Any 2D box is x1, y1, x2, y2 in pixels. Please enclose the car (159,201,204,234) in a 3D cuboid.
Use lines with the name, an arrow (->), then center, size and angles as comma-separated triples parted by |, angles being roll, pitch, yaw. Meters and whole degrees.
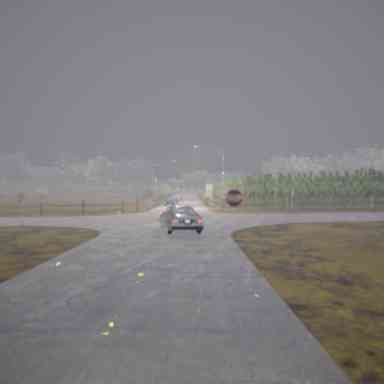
car -> -0.733, 1.480, 18.845 | 2.033, 1.411, 5.357 | 0, 0, -12

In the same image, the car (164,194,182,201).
car -> -2.853, 1.294, 46.815 | 2.033, 1.411, 5.357 | 0, 0, 0
